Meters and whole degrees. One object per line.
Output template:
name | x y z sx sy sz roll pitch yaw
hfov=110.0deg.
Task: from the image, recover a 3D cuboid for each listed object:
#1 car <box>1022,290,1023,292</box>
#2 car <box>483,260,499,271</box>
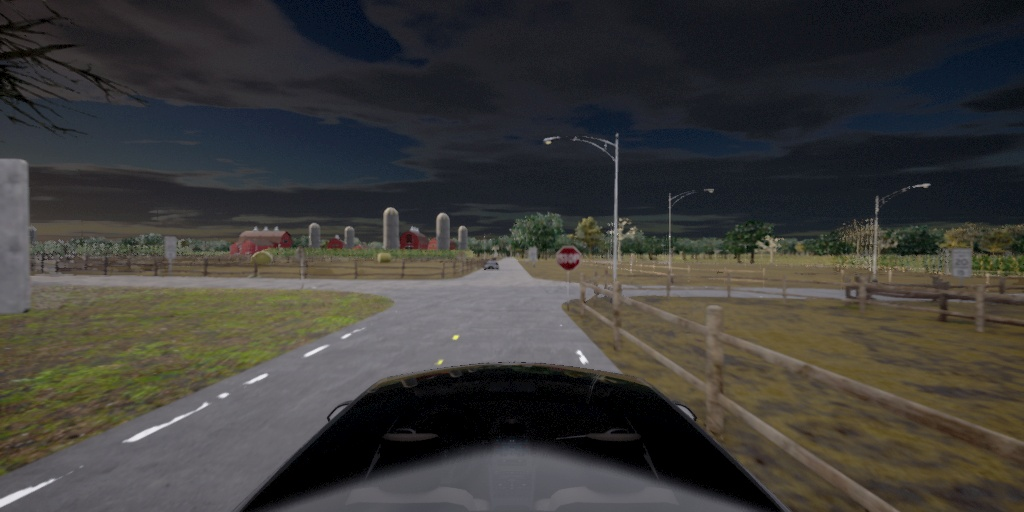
car | 38.860 2.170 25.103 4.181 1.385 1.994 1 1 0
car | -2.755 1.300 48.518 1.994 1.385 4.181 0 1 0
